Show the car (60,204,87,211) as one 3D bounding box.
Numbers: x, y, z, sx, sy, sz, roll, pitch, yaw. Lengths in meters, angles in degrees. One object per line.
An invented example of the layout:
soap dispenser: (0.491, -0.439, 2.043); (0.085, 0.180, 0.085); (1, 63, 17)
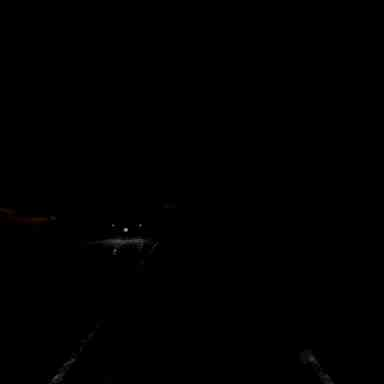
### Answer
car: (-23.431, 3.084, 65.745); (4.674, 1.452, 2.002); (0, -2, 0)

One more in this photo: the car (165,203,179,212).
car: (-3.340, 2.866, 61.497); (1.882, 1.535, 5.008); (0, -2, 1)

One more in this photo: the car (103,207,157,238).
car: (-3.362, 1.767, 18.931); (1.994, 1.385, 4.181); (0, -1, 0)

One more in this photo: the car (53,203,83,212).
car: (-23.427, 2.931, 62.978); (5.008, 1.535, 2.097); (0, -2, 0)

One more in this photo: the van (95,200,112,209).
van: (-10.464, 1.763, 32.356); (4.442, 1.987, 1.878); (0, -1, 0)

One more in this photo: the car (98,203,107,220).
car: (-10.350, 1.961, 29.574); (4.674, 1.452, 2.002); (0, -1, 0)

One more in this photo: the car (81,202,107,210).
car: (-23.408, 3.353, 79.597); (5.566, 2.045, 2.435); (0, -2, 0)

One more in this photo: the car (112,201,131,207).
car: (-10.319, 2.221, 40.675); (4.792, 1.488, 2.163); (0, -1, 0)

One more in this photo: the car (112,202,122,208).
car: (-10.353, 2.056, 35.126); (5.008, 1.535, 2.097); (0, -1, 0)

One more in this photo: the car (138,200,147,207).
car: (-10.379, 2.226, 51.768); (5.566, 2.045, 2.435); (0, -2, 0)

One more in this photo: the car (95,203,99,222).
car: (-10.376, 1.883, 26.800); (4.792, 1.488, 2.163); (0, -1, 0)

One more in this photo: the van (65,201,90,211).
van: (-23.550, 2.925, 68.398); (4.442, 1.987, 1.878); (0, -2, 0)

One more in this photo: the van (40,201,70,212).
van: (-23.549, 2.477, 57.326); (4.442, 1.987, 1.878); (0, -2, 0)

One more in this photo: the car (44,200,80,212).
car: (-23.404, 2.563, 60.095); (5.566, 2.045, 2.435); (0, -2, 0)

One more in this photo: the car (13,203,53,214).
car: (-23.435, 2.399, 49.157); (5.008, 1.535, 2.097); (0, -1, 0)

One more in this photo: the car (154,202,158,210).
car: (-10.348, 3.264, 71.176); (4.892, 1.521, 2.231); (0, -2, 0)

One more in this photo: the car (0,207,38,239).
car: (-10.350, 1.610, 15.706); (4.892, 1.521, 2.231); (0, -1, 0)

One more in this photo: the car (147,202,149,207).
car: (-10.355, 2.742, 57.304); (4.674, 1.452, 2.002); (0, -2, 0)

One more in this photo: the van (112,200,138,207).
van: (-10.233, 2.102, 46.233); (4.442, 1.987, 1.878); (0, -1, 0)

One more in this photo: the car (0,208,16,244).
car: (-10.159, 1.562, 12.938); (5.366, 1.575, 1.946); (0, -1, 0)

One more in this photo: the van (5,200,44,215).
van: (-23.313, 2.106, 46.393); (4.442, 1.987, 1.878); (0, -1, 0)

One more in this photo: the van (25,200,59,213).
van: (-23.314, 2.252, 51.783); (4.442, 1.987, 1.878); (0, -2, 0)

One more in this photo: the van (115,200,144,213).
van: (-10.235, 2.364, 54.541); (4.442, 1.987, 1.878); (0, -2, 0)

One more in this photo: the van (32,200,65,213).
van: (-23.548, 2.370, 54.683); (4.442, 1.987, 1.878); (0, -2, 0)

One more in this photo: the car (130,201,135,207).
car: (-10.352, 2.300, 43.451); (4.674, 1.452, 2.002); (0, -1, 0)

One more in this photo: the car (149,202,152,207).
car: (-10.347, 2.814, 60.080); (5.008, 1.535, 2.097); (0, -2, 0)

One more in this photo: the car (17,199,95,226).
car: (-10.318, 1.535, 24.031); (5.566, 2.045, 2.435); (0, -1, 0)

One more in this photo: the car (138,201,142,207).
car: (-10.380, 2.425, 49.008); (4.792, 1.488, 2.163); (0, -2, 0)

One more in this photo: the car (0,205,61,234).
car: (-10.352, 1.661, 18.478); (5.008, 1.535, 2.097); (0, -1, 0)

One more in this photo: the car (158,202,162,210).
car: (-10.170, 3.485, 76.723); (5.366, 1.575, 1.946); (0, -2, 0)

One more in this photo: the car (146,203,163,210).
car: (-10.389, 4.039, 93.370); (4.553, 1.767, 2.185); (0, -2, 0)

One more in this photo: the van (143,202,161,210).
van: (-10.474, 3.711, 87.828); (4.442, 1.987, 1.878); (0, -2, 0)

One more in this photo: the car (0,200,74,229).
car: (-10.377, 1.596, 21.257); (4.553, 1.767, 2.185); (0, -1, 0)

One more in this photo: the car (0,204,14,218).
car: (-23.422, 2.130, 38.080); (4.892, 1.521, 2.231); (0, -1, 0)
